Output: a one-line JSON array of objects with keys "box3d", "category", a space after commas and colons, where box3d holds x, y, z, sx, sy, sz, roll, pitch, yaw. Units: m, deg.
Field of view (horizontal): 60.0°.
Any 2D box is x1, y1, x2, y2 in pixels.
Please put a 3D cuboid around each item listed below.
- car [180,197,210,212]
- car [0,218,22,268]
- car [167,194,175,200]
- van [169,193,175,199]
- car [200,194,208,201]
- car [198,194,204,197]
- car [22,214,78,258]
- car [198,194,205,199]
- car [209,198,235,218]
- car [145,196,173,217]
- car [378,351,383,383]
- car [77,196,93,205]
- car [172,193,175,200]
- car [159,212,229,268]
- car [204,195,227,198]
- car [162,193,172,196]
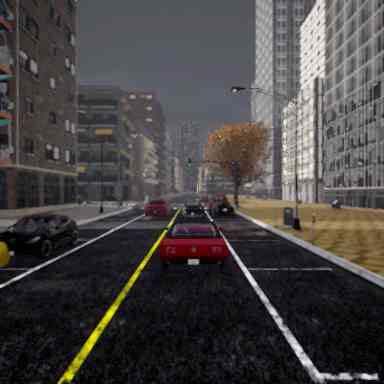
[{"box3d": [0.074, 1.405, 27.105, 2.128, 1.511, 4.902, 0, 0, 0], "category": "car"}, {"box3d": [-5.687, 1.502, 6.835, 1.752, 1.417, 4.829, 0, 0, 0], "category": "car"}, {"box3d": [-5.673, 1.212, 89.138, 1.967, 1.590, 4.097, 0, 0, 0], "category": "car"}, {"box3d": [-5.672, 1.104, 94.670, 1.690, 1.788, 3.998, 0, 0, 0], "category": "van"}, {"box3d": [2.705, 1.315, 78.241, 1.752, 1.417, 4.829, 0, 0, 0], "category": "car"}, {"box3d": [2.704, 1.356, 67.005, 1.887, 1.381, 4.507, 0, 0, 0], "category": "car"}, {"box3d": [-5.686, 1.524, 12.528, 1.947, 1.339, 4.313, 0, 0, 0], "category": "car"}, {"box3d": [2.708, 1.344, 94.668, 1.802, 1.307, 4.206, 0, 0, 0], "category": "car"}, {"box3d": [2.698, 1.474, 29.094, 1.947, 1.339, 4.313, 0, 0, 0], "category": "car"}, {"box3d": [-3.073, 1.383, 30.249, 1.882, 1.535, 5.008, 0, 0, 0], "category": "car"}, {"box3d": [2.693, 1.560, 1.480, 1.947, 1.339, 4.313, 0, 0, 0], "category": "car"}, {"box3d": [-16.417, 1.198, 47.602, 4.403, 1.369, 2.008, 1, -1, -1], "category": "car"}, {"box3d": [-5.675, 1.341, 78.073, 2.008, 1.369, 4.403, 0, 0, 0], "category": "car"}, {"box3d": [0.065, 1.563, 11.029, 1.895, 1.301, 4.718, 0, 0, 0], "category": "car"}, {"box3d": [2.699, 1.207, 34.617, 2.192, 1.841, 5.009, 0, 0, 0], "category": "car"}, {"box3d": [-5.677, 1.362, 67.007, 2.008, 1.369, 4.403, 0, 0, 0], "category": "car"}]
